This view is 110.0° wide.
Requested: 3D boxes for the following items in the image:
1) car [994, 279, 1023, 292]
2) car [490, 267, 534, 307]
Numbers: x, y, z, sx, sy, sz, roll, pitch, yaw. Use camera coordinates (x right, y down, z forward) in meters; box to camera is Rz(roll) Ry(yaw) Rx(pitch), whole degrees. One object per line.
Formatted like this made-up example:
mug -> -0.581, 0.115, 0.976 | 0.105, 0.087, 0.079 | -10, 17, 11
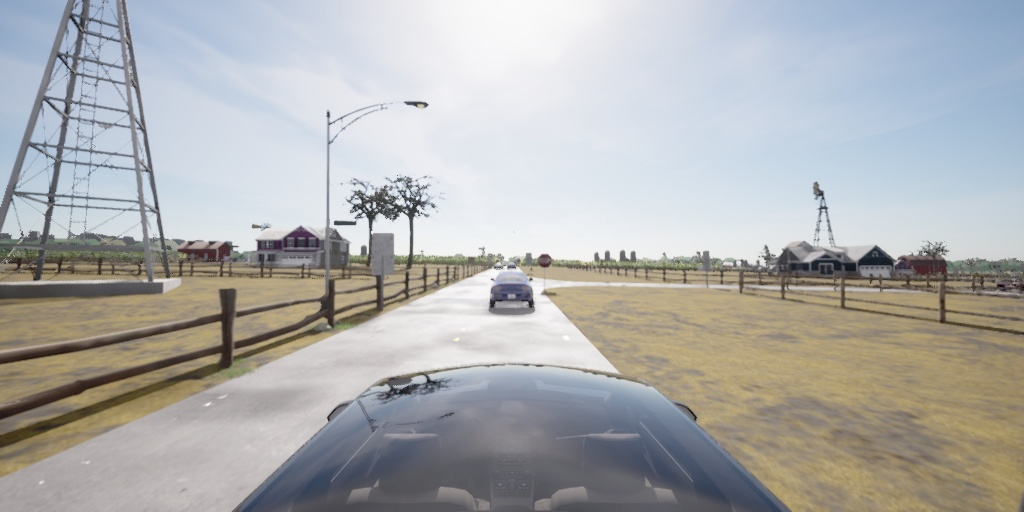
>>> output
car -> 48.961, 2.816, 33.856 | 4.718, 1.301, 1.895 | 1, -2, 0
car -> -0.009, 1.419, 16.239 | 1.812, 1.442, 4.674 | 0, 0, 0
